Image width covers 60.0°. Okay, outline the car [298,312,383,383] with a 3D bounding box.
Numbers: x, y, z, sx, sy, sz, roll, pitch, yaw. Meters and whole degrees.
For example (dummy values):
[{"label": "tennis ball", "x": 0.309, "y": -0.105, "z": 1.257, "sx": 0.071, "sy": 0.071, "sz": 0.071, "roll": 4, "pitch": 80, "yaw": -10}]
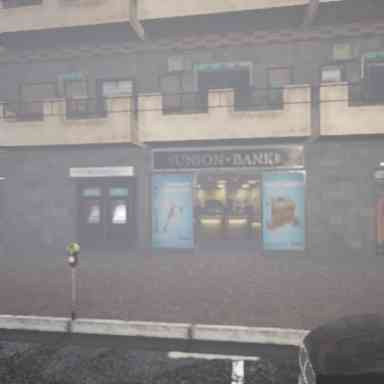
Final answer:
[{"label": "car", "x": 3.197, "y": 1.511, "z": 2.815, "sx": 4.403, "sy": 1.369, "sz": 2.008, "roll": -1, "pitch": 0, "yaw": 9}]
